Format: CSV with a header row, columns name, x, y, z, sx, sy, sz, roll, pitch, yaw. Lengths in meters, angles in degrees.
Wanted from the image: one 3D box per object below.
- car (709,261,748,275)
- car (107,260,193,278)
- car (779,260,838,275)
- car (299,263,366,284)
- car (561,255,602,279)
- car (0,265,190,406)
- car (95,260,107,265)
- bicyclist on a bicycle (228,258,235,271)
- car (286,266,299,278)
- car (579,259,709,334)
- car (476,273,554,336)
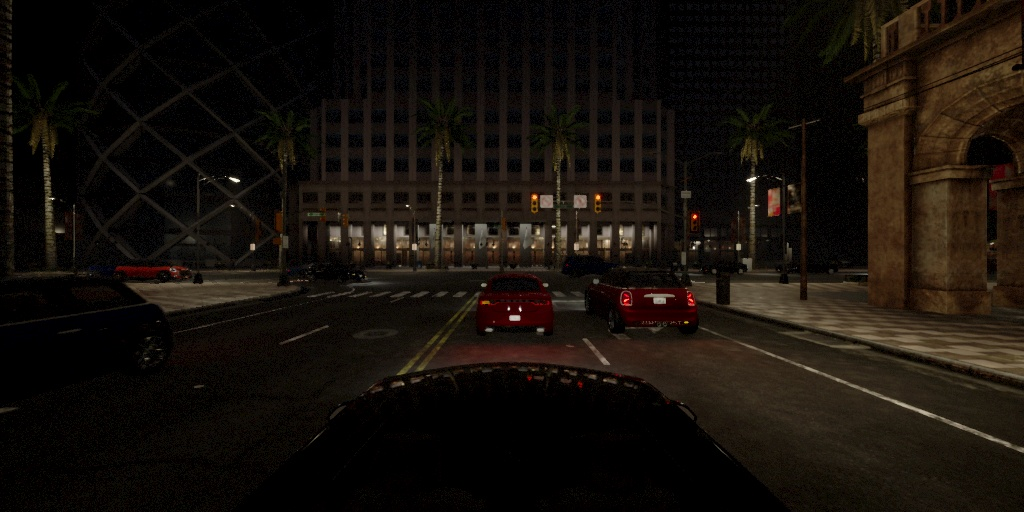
name,x,y,z,sx,sy,sz,roll,pitch,yaw
car,23.171,1.255,39.380,4.892,1.490,1.837,0,0,0
car,-28.214,1.102,28.350,4.553,1.767,2.097,0,0,-7
car,32.779,1.228,39.348,5.008,1.535,1.882,0,0,0
car,-13.413,1.257,27.278,4.892,1.490,1.837,-1,-2,20
car,7.204,0.971,32.227,5.566,2.045,2.150,0,0,0
car,-7.096,1.102,4.414,2.097,1.767,4.553,0,0,0
car,-33.258,1.103,31.067,4.553,1.767,2.097,0,0,-16
bicyclist on a bicycle,-35.748,1.050,45.712,0.582,1.620,1.656,0,0,-12
car,-17.215,1.298,32.241,5.357,1.411,2.033,0,0,-1
car,3.582,1.102,10.796,2.097,1.767,4.553,0,0,0
car,0.080,1.228,10.455,1.882,1.535,5.008,0,0,0
